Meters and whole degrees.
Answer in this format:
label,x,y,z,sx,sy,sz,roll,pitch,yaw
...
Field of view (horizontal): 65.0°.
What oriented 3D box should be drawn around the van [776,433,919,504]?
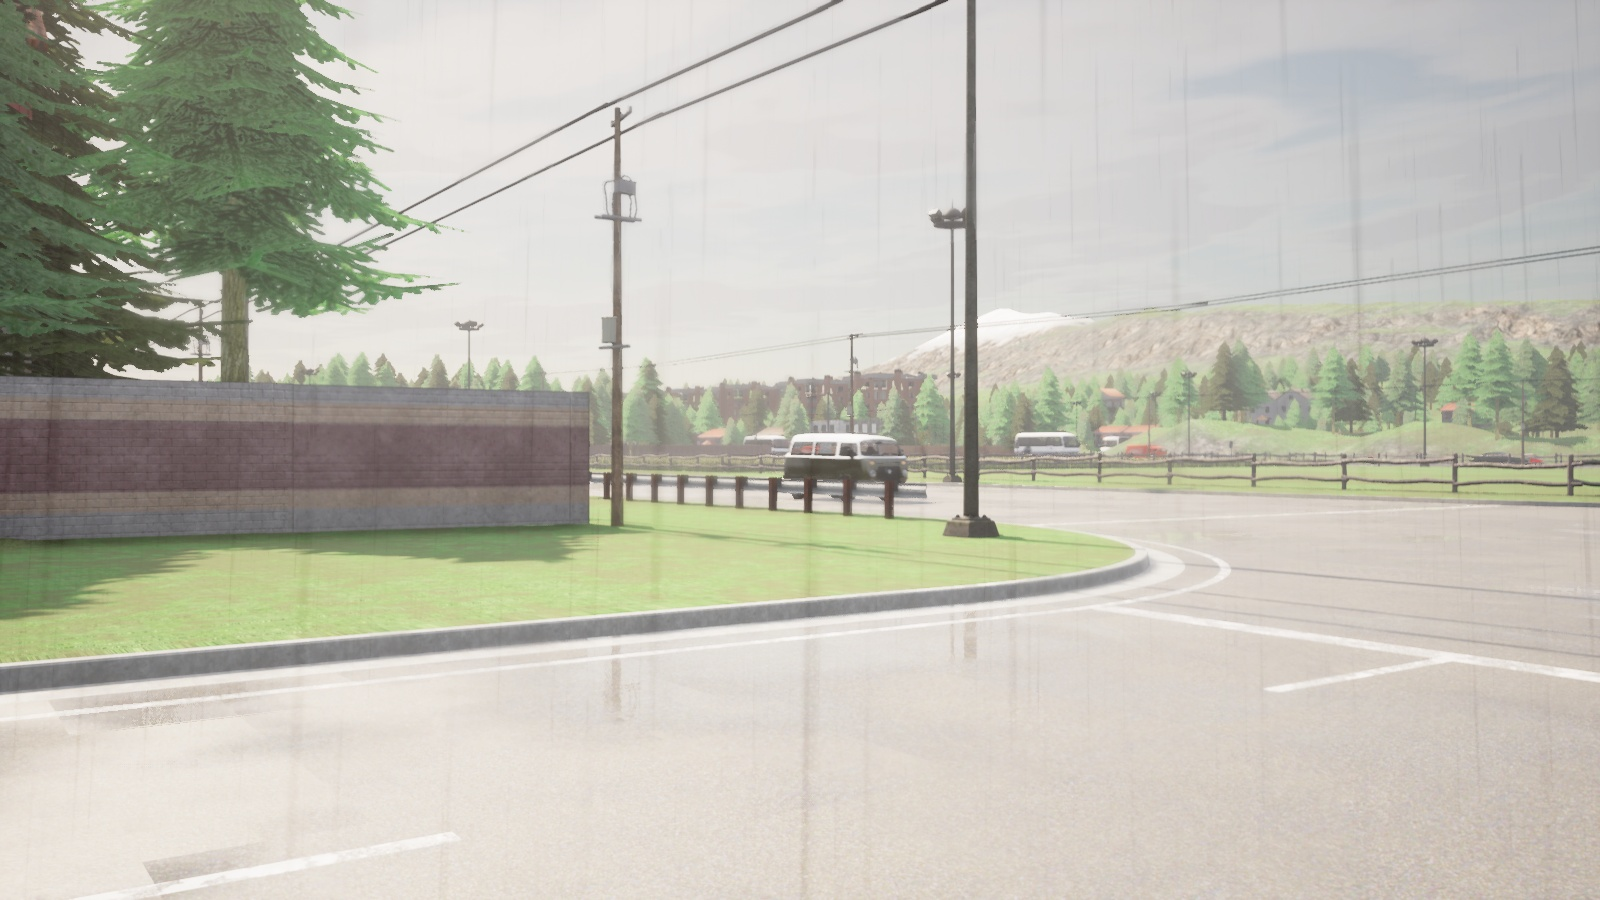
label,x,y,z,sx,sy,sz,roll,pitch,yaw
van,1.381,0.525,38.267,2.069,2.038,4.480,0,0,-36
